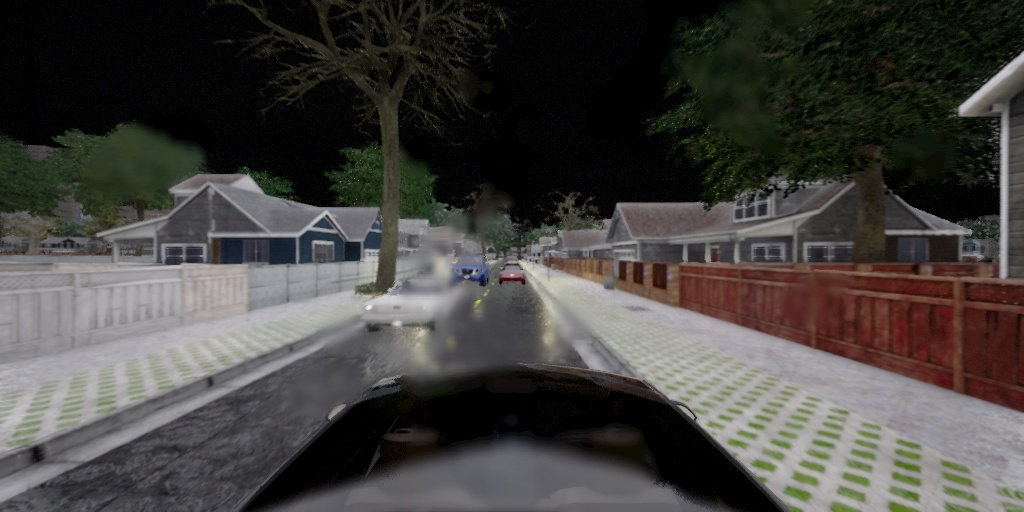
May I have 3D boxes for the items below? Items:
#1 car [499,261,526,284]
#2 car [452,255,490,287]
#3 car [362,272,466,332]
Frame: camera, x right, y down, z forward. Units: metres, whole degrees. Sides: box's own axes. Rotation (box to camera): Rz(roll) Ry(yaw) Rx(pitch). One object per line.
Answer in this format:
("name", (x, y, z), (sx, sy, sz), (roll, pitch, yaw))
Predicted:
("car", (0.034, 1.310, 27.149), (1.994, 1.385, 4.181), (0, 0, 1))
("car", (-2.770, 0.970, 25.037), (2.150, 2.045, 5.566), (0, 0, 0))
("car", (-2.778, 1.351, 10.967), (1.895, 1.301, 4.718), (0, 0, 1))
